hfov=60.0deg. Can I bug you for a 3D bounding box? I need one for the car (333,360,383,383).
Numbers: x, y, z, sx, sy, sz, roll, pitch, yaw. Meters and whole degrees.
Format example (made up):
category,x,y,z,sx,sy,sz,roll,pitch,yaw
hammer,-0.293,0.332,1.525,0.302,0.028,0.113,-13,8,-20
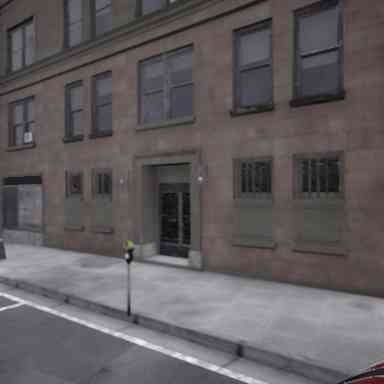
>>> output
category,x,y,z,sx,sy,sz,roll,pitch,yaw
car,2.386,1.426,1.144,4.097,1.590,1.967,-1,0,36
